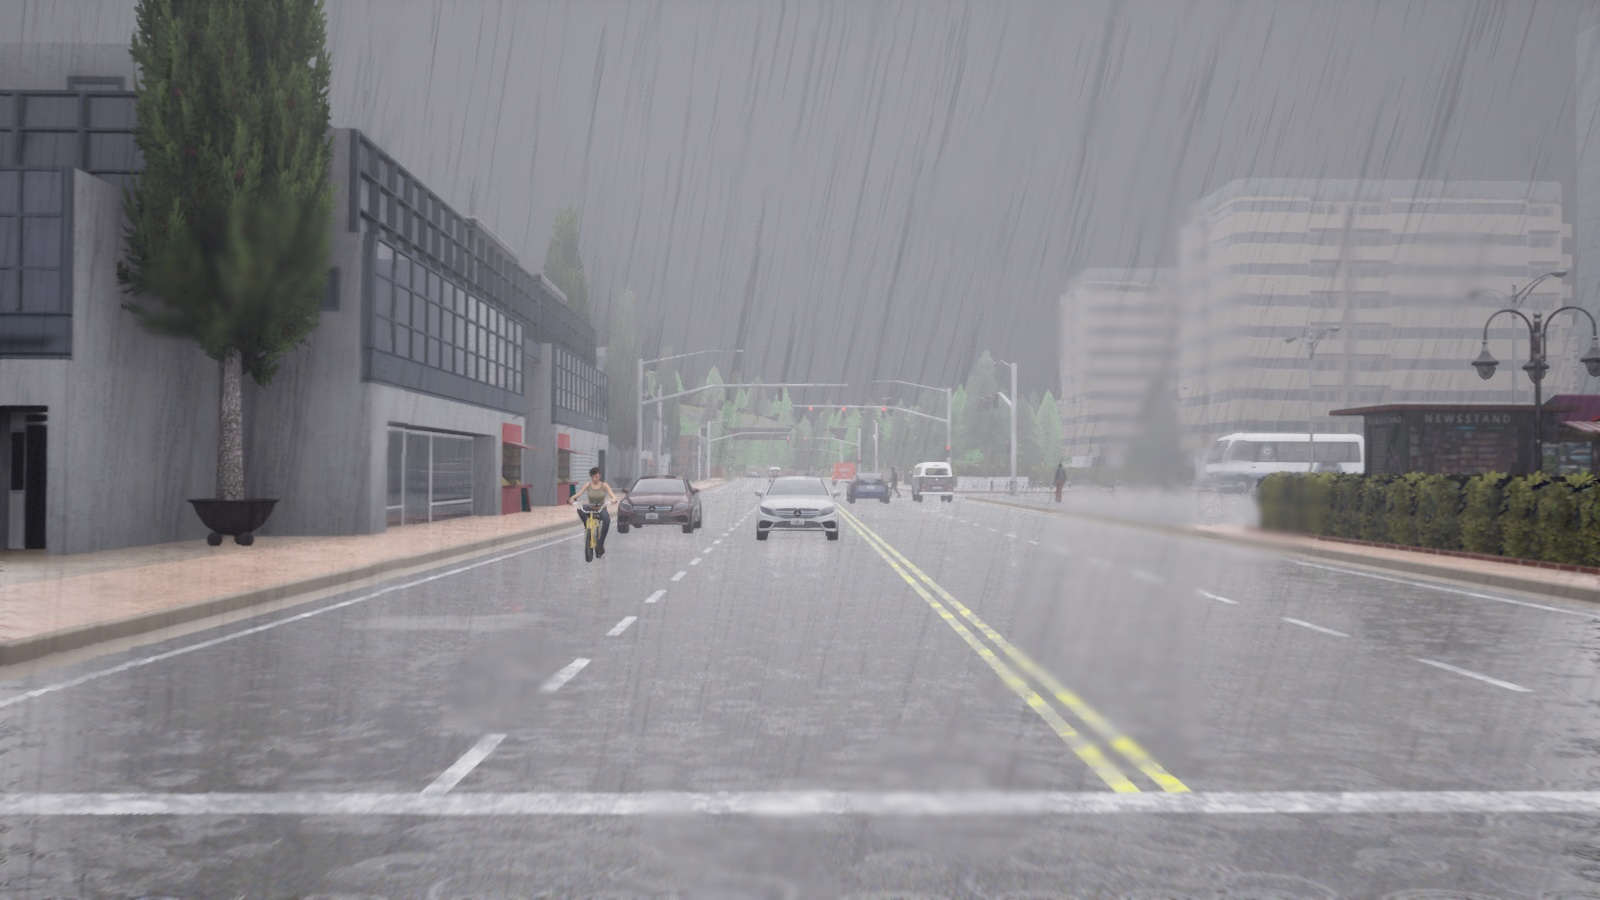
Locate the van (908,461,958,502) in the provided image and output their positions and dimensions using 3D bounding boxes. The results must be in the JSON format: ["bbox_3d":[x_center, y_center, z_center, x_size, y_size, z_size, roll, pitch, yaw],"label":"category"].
[{"bbox_3d":[6.836,1.599,65.065,2.069,2.038,4.480,0,-1,-1],"label":"van"}]

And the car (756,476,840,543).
[{"bbox_3d":[-0.052,1.336,29.603,1.812,1.442,4.674,0,-1,0],"label":"car"}]

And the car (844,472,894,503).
[{"bbox_3d":[3.369,1.845,62.388,2.163,1.488,4.792,0,-1,0],"label":"car"}]

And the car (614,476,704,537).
[{"bbox_3d":[-3.557,1.399,32.523,1.812,1.442,4.674,0,-1,0],"label":"car"}]

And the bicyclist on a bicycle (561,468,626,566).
[{"bbox_3d":[-3.533,1.127,21.605,0.866,1.612,1.509,0,-1,0],"label":"bicyclist on a bicycle"}]

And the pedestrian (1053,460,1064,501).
[{"bbox_3d":[11.892,1.392,57.740,0.353,1.847,0.614,0,-1,-4],"label":"pedestrian"}]

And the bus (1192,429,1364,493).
[{"bbox_3d":[32.779,0.752,86.395,10.273,4.253,3.944,0,-1,-2],"label":"bus"}]
